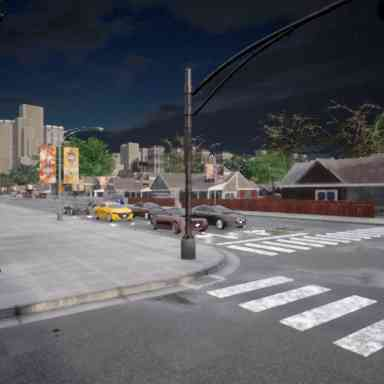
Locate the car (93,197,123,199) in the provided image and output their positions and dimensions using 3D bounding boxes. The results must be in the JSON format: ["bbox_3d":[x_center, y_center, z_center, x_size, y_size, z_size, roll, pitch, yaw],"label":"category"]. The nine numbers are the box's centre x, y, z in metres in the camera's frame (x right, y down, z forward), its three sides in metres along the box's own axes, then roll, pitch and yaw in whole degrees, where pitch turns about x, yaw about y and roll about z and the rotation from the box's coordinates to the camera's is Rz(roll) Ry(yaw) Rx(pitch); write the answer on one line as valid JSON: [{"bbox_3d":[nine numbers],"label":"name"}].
[{"bbox_3d":[-9.982,1.695,38.452,1.882,1.535,5.008,0,0,-35],"label":"car"}]

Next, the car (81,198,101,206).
[{"bbox_3d":[-19.093,1.904,62.626,2.033,1.411,5.357,0,0,-35],"label":"car"}]

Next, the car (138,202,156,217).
[{"bbox_3d":[-4.007,1.660,30.034,1.837,1.490,4.892,0,0,-36],"label":"car"}]

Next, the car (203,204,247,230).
[{"bbox_3d":[1.569,1.600,22.195,1.837,1.490,4.892,0,0,-35],"label":"car"}]

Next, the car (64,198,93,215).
[{"bbox_3d":[-12.796,1.726,36.803,1.837,1.490,4.892,0,0,-35],"label":"car"}]

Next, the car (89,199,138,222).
[{"bbox_3d":[-6.800,1.636,28.373,1.882,1.535,5.008,0,0,-35],"label":"car"}]

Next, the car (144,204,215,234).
[{"bbox_3d":[-0.853,1.658,19.993,1.994,1.385,4.181,0,0,-35],"label":"car"}]

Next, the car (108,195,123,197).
[{"bbox_3d":[-12.942,1.520,54.146,2.150,2.045,5.566,0,0,-36],"label":"car"}]

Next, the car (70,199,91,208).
[{"bbox_3d":[-19.408,1.884,57.612,2.033,1.411,5.357,0,0,-34],"label":"car"}]
